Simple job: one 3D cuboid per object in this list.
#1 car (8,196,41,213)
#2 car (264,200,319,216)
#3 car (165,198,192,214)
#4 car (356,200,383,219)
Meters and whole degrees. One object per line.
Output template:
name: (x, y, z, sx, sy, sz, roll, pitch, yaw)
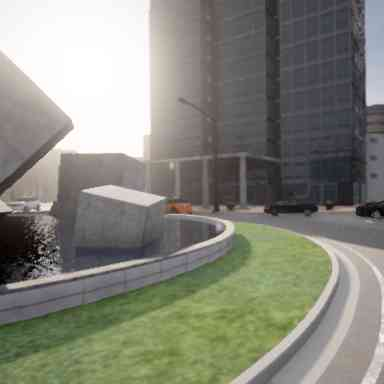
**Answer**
car: (-21.819, 1.604, 43.497, 2.150, 2.045, 5.566, 0, 0, 1)
car: (9.139, 1.455, 30.807, 4.902, 1.511, 2.128, -1, 0, 11)
car: (-2.123, 1.467, 35.163, 2.097, 1.767, 4.553, -1, 0, -43)
car: (15.819, 1.347, 26.805, 5.008, 1.535, 1.882, 0, 0, -4)
